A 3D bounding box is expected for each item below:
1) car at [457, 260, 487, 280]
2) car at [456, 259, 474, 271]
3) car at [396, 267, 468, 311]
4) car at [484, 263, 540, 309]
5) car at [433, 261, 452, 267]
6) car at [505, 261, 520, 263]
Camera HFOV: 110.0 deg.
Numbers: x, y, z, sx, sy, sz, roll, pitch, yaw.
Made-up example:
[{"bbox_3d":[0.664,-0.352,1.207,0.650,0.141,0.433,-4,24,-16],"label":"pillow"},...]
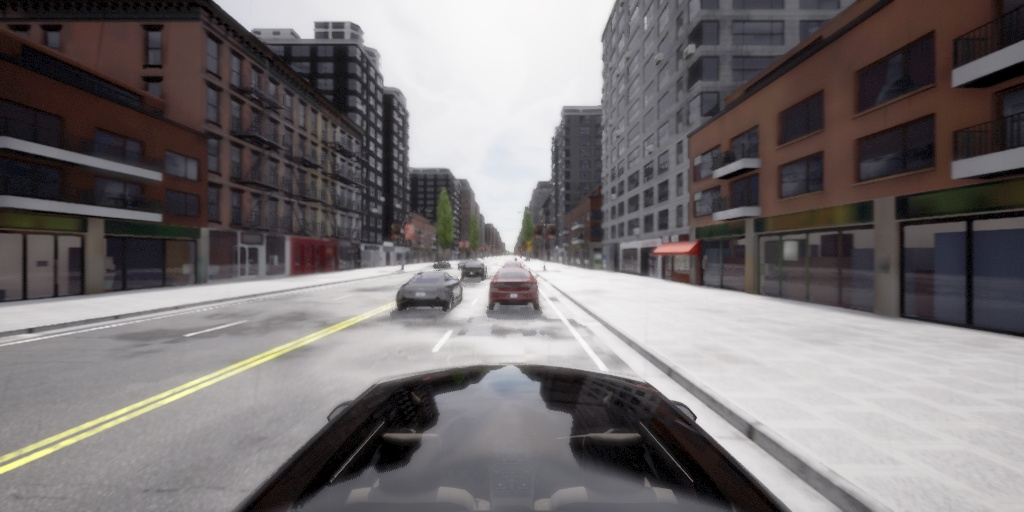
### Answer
[{"bbox_3d":[-3.165,1.199,30.804,1.882,1.535,5.008,0,0,0],"label":"car"},{"bbox_3d":[-6.574,1.222,50.410,1.812,1.442,4.674,0,0,0],"label":"car"},{"bbox_3d":[-3.172,1.302,14.498,1.994,1.385,4.181,0,0,0],"label":"car"},{"bbox_3d":[0.081,1.215,14.807,1.882,1.535,5.008,0,0,0],"label":"car"},{"bbox_3d":[-9.823,1.297,50.572,1.895,1.301,4.718,0,0,0],"label":"car"},{"bbox_3d":[0.085,1.199,30.892,1.882,1.535,5.008,0,0,0],"label":"car"}]
